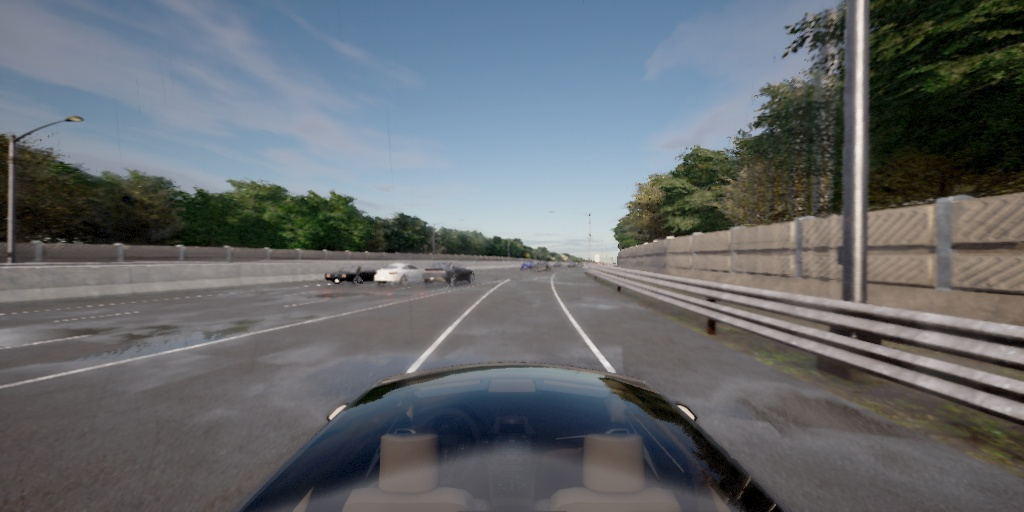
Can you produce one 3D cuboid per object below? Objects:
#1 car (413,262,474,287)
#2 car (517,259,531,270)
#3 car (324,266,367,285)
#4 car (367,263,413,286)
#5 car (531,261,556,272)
[{"bbox_3d":[-4.026,1.148,23.383,2.128,1.511,4.902,-1,0,16],"label":"car"},{"bbox_3d":[2.756,1.619,59.081,1.812,1.442,4.674,0,-1,16],"label":"car"},{"bbox_3d":[-10.729,1.323,25.362,1.895,1.301,4.718,0,0,16],"label":"car"},{"bbox_3d":[-7.385,1.225,24.359,1.812,1.442,4.674,-1,-1,16],"label":"car"},{"bbox_3d":[4.730,1.512,53.352,2.128,1.511,4.902,0,-1,16],"label":"car"}]
